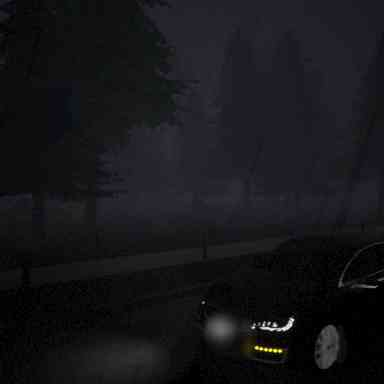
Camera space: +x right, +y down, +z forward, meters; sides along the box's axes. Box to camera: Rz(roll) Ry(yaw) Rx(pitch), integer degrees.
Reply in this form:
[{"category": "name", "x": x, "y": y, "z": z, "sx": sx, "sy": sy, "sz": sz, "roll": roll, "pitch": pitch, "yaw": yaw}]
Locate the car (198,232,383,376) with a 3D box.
[{"category": "car", "x": 2.341, "y": 1.502, "z": 5.655, "sx": 4.892, "sy": 1.490, "sz": 1.837, "roll": 0, "pitch": 0, "yaw": -35}]
